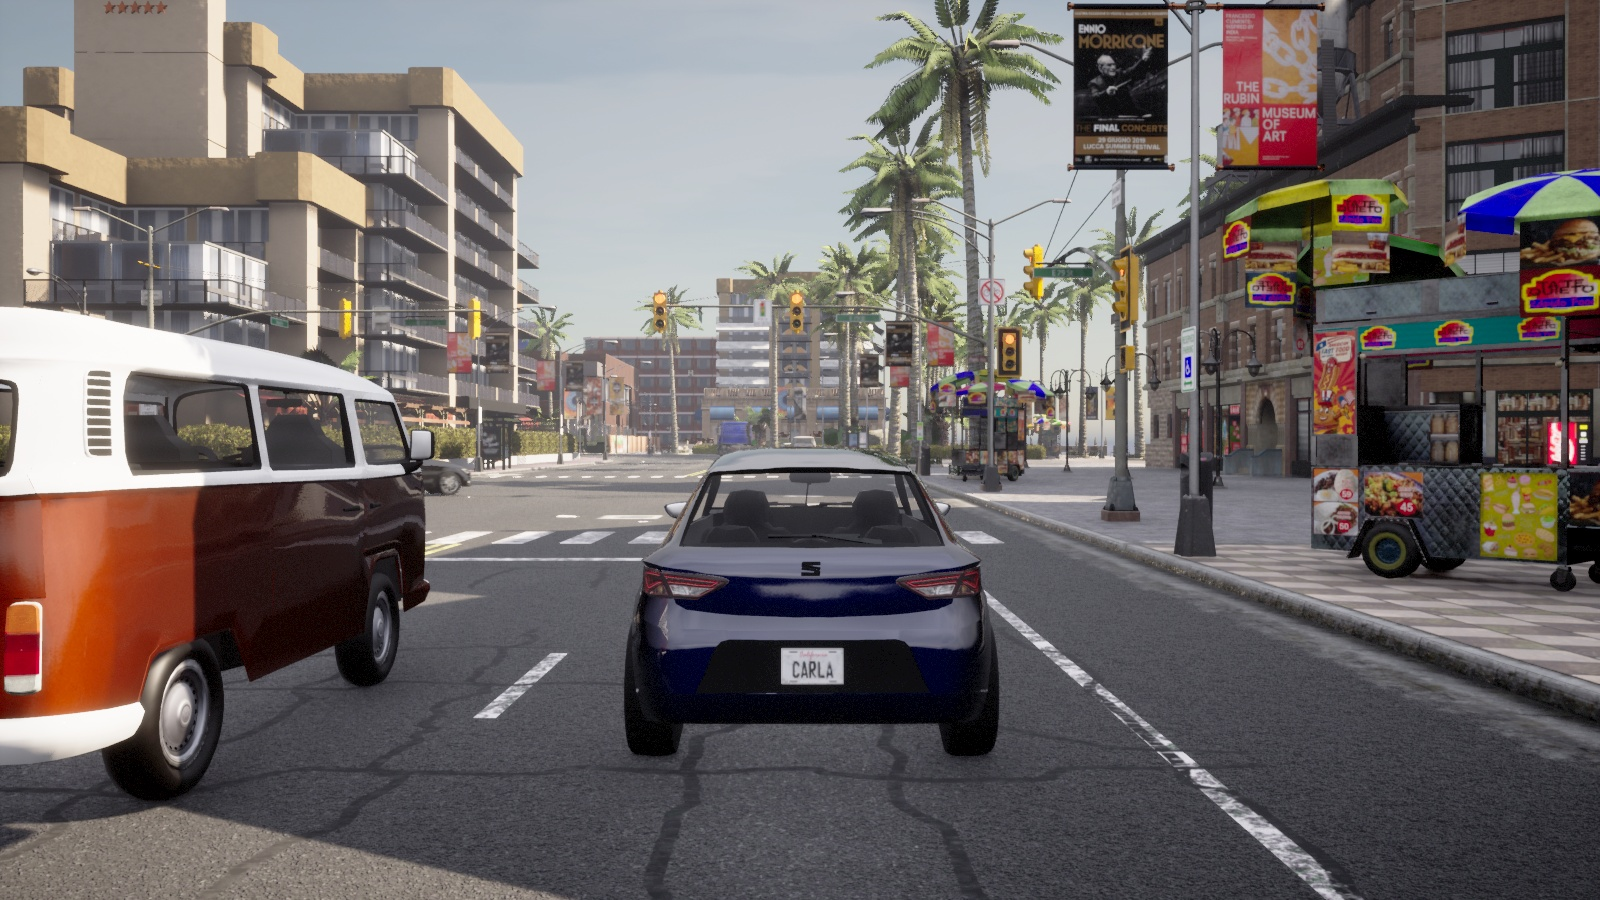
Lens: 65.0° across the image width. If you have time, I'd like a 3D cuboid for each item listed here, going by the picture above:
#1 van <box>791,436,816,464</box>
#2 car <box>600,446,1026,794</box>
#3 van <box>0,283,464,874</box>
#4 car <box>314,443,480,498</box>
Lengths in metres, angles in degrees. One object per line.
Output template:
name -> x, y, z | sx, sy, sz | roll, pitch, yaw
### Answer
van -> 0.257, -0.013, 90.767 | 1.775, 1.987, 4.442 | 0, 0, 0
car -> 0.050, 0.718, 7.447 | 1.816, 1.474, 4.193 | 0, 0, 0
van -> -3.399, 0.430, 6.569 | 2.069, 2.038, 4.480 | 0, 0, 0
car -> -11.367, 0.551, 35.474 | 4.193, 1.474, 1.816 | 0, 0, -29
